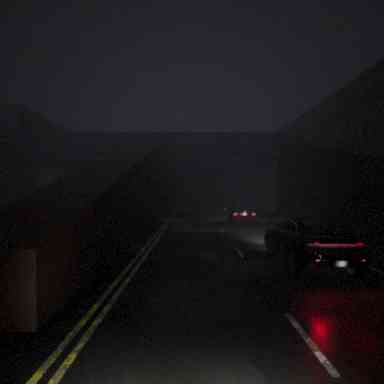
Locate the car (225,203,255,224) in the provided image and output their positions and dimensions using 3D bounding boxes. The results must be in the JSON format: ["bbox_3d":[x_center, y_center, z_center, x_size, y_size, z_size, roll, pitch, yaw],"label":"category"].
[{"bbox_3d":[3.539,1.524,24.696,2.033,1.411,5.357,0,0,0],"label":"car"}]

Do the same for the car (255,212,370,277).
[{"bbox_3d":[3.548,1.482,10.261,2.128,1.511,4.902,0,0,0],"label":"car"}]

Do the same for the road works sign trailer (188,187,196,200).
[{"bbox_3d":[-0.018,0.377,90.111,2.380,3.560,2.880,0,0,0],"label":"road works sign trailer"}]
